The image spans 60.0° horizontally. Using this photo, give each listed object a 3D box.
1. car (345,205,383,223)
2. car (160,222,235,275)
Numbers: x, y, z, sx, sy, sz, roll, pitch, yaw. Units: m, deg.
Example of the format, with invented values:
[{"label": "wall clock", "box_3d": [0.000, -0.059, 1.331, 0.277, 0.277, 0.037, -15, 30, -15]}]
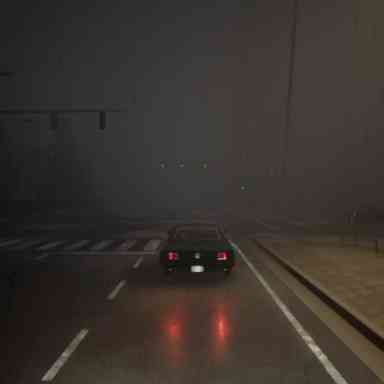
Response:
[{"label": "car", "box_3d": [14.241, 1.659, 24.972, 4.718, 1.301, 1.895, 0, 0, 2]}, {"label": "car", "box_3d": [0.145, 1.600, 10.384, 1.895, 1.301, 4.718, 0, 0, 0]}]
